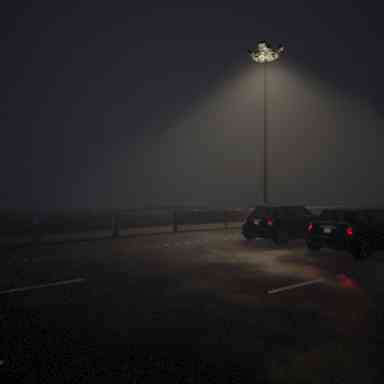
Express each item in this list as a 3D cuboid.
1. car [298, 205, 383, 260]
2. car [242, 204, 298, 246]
[{"bbox_3d":[6.523,1.365,12.673,4.553,1.767,2.097,0,0,-32],"label":"car"},{"bbox_3d":[4.615,1.364,15.608,4.553,1.767,2.097,0,0,-32],"label":"car"}]
